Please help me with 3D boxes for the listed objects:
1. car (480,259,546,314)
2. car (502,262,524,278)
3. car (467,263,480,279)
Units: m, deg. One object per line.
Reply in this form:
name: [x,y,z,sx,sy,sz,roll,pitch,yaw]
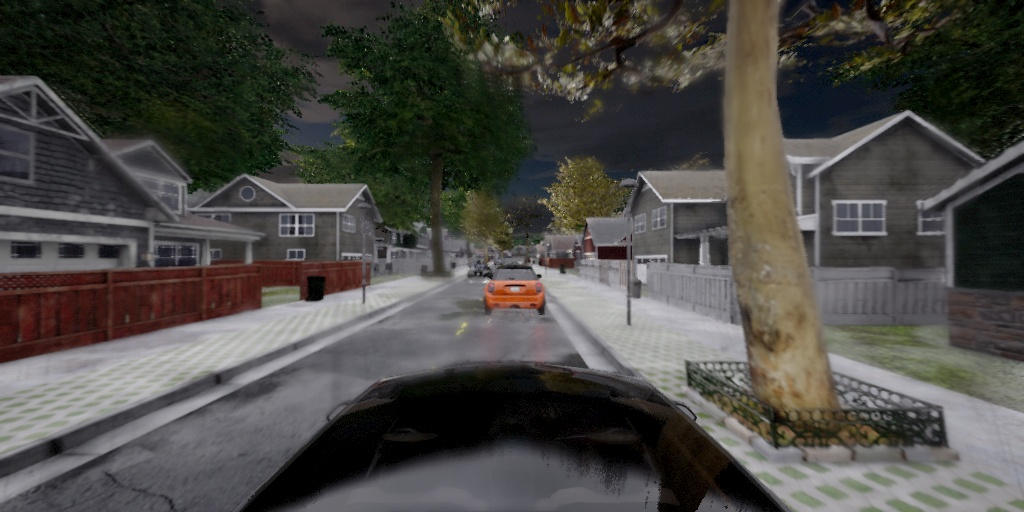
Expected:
car: [0.105,1.109,13.854,2.097,1.767,4.553,0,0,0]
car: [0.114,1.332,36.300,2.033,1.411,5.357,0,0,0]
car: [-2.831,1.343,32.065,1.994,1.385,4.181,0,0,0]
